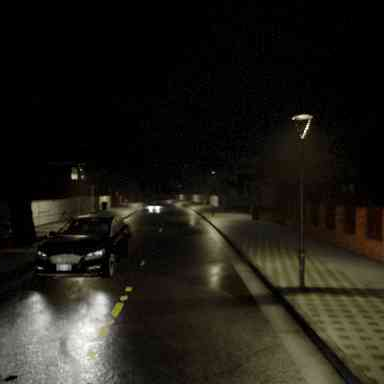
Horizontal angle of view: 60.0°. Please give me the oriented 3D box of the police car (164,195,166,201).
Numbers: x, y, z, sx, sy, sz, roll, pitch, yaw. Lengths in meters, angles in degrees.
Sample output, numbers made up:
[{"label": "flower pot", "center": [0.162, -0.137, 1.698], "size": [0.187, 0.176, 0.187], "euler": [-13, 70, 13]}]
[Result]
[{"label": "police car", "center": [-8.382, 1.530, 92.110], "size": [1.930, 1.638, 5.238], "euler": [0, 0, -11]}]

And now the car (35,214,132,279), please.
[{"label": "car", "center": [-3.014, 1.476, 10.120], "size": [2.128, 1.511, 4.902], "euler": [0, 0, -1]}]

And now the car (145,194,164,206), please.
[{"label": "car", "center": [-5.975, 1.470, 53.288], "size": [2.128, 1.511, 4.902], "euler": [0, 0, -6]}]
